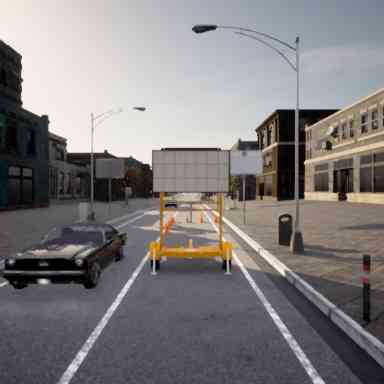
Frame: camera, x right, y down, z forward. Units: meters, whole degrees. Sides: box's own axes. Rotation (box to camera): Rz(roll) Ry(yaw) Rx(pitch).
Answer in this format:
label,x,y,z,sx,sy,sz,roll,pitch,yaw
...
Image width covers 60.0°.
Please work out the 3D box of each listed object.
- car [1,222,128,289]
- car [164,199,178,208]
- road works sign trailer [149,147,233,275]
label,x,y,z,sx,sy,sz,roll,pitch,yaw
car,-3.127,1.571,9.213,1.895,1.301,4.718,0,0,0
car,-3.243,1.808,51.672,1.895,1.301,4.718,0,-1,0
road works sign trailer,-0.029,0.430,10.329,2.380,3.560,2.880,0,0,0
